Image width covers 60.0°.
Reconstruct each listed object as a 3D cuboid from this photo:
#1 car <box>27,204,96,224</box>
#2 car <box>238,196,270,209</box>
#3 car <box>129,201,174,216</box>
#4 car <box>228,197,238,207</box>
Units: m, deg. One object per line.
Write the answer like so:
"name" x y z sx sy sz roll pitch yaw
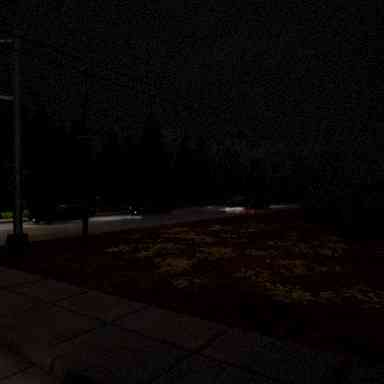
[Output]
"car" -9.622 1.609 24.755 1.895 1.301 4.718 0 0 37
"car" 8.357 1.361 42.818 2.128 1.511 4.902 0 0 37
"car" -3.915 1.560 32.460 1.895 1.301 4.718 0 0 37
"car" 6.897 1.343 46.974 1.882 1.535 5.008 0 0 37
